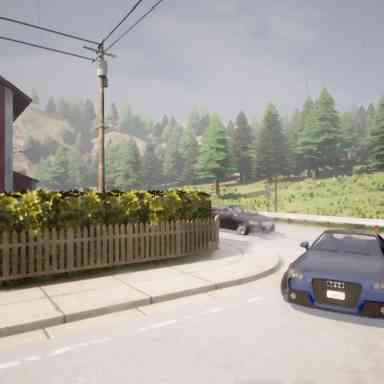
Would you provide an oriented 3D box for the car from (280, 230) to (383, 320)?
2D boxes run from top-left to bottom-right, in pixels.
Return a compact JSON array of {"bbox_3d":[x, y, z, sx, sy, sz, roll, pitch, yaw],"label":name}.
[{"bbox_3d":[3.471,1.564,7.346,1.994,1.385,4.181,0,0,31],"label":"car"}]

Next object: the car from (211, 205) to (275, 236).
[{"bbox_3d":[2.400,1.489,18.445,2.128,1.511,4.902,0,0,-34],"label":"car"}]
